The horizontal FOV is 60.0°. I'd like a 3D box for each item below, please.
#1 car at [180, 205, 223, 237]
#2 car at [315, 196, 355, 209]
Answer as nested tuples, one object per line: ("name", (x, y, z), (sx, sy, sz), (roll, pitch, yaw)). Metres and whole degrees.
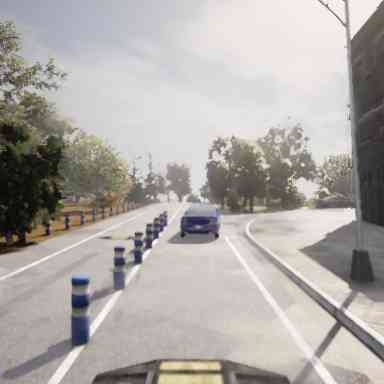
("car", (0.574, 1.400, 17.732), (1.882, 1.535, 5.008), (-1, 1, 7))
("car", (15.339, 1.227, 35.023), (4.892, 1.490, 1.837), (-1, -6, -20))
